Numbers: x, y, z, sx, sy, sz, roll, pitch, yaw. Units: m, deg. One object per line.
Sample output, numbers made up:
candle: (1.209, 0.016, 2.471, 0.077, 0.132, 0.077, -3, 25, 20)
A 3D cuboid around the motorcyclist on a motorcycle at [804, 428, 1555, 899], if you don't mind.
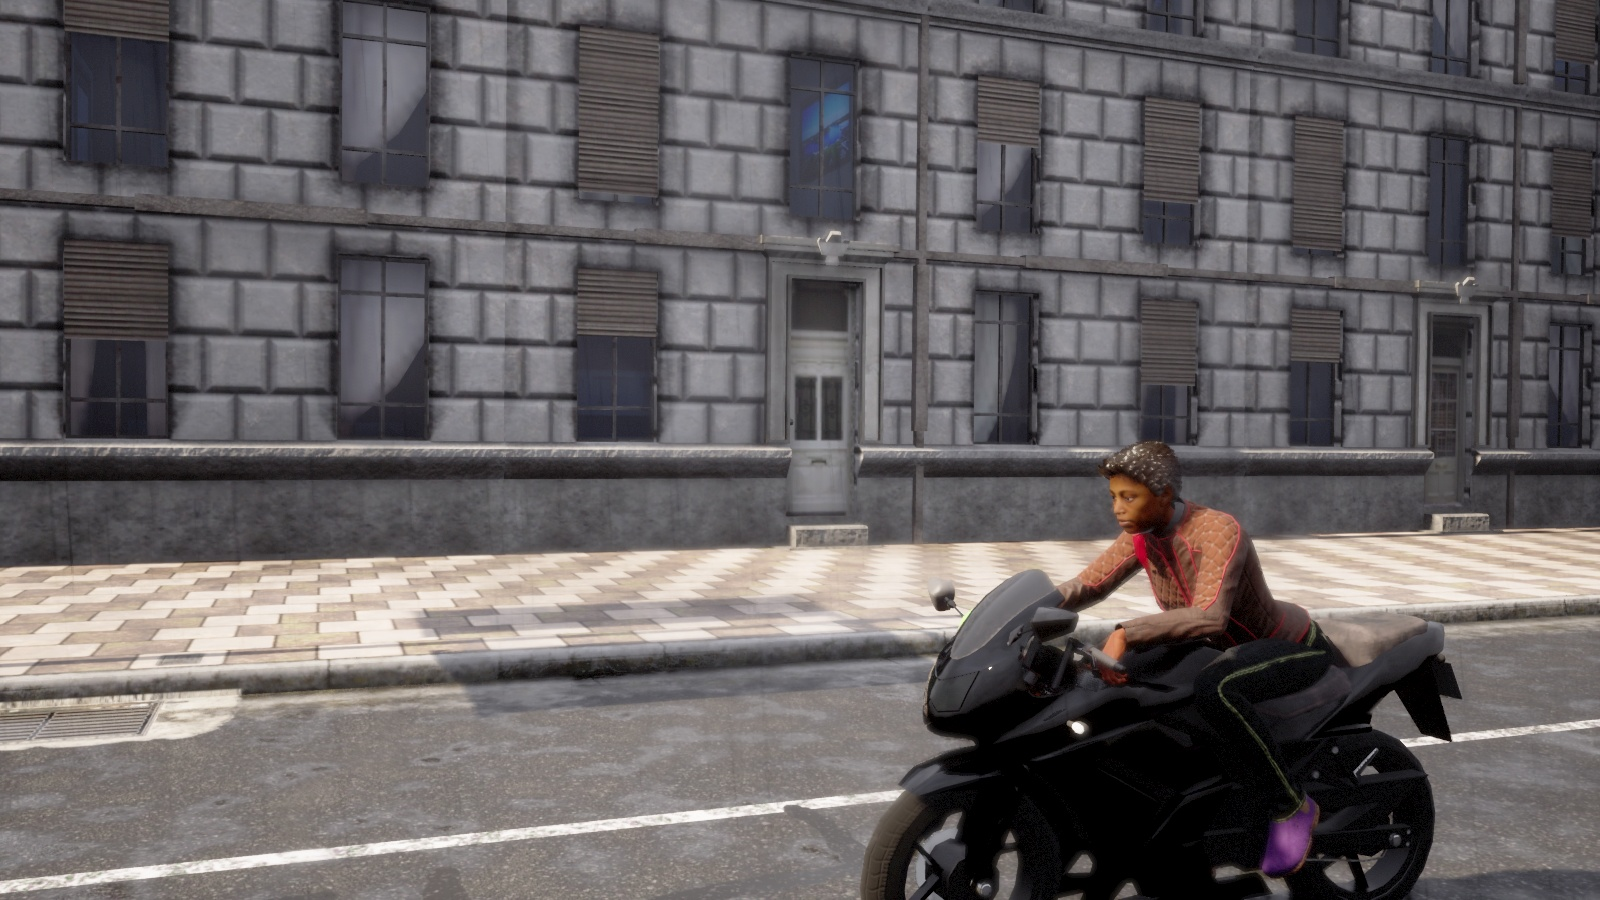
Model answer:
motorcyclist on a motorcycle: (1.116, 0.708, 3.691, 2.044, 1.523, 0.797, -1, 1, -21)
